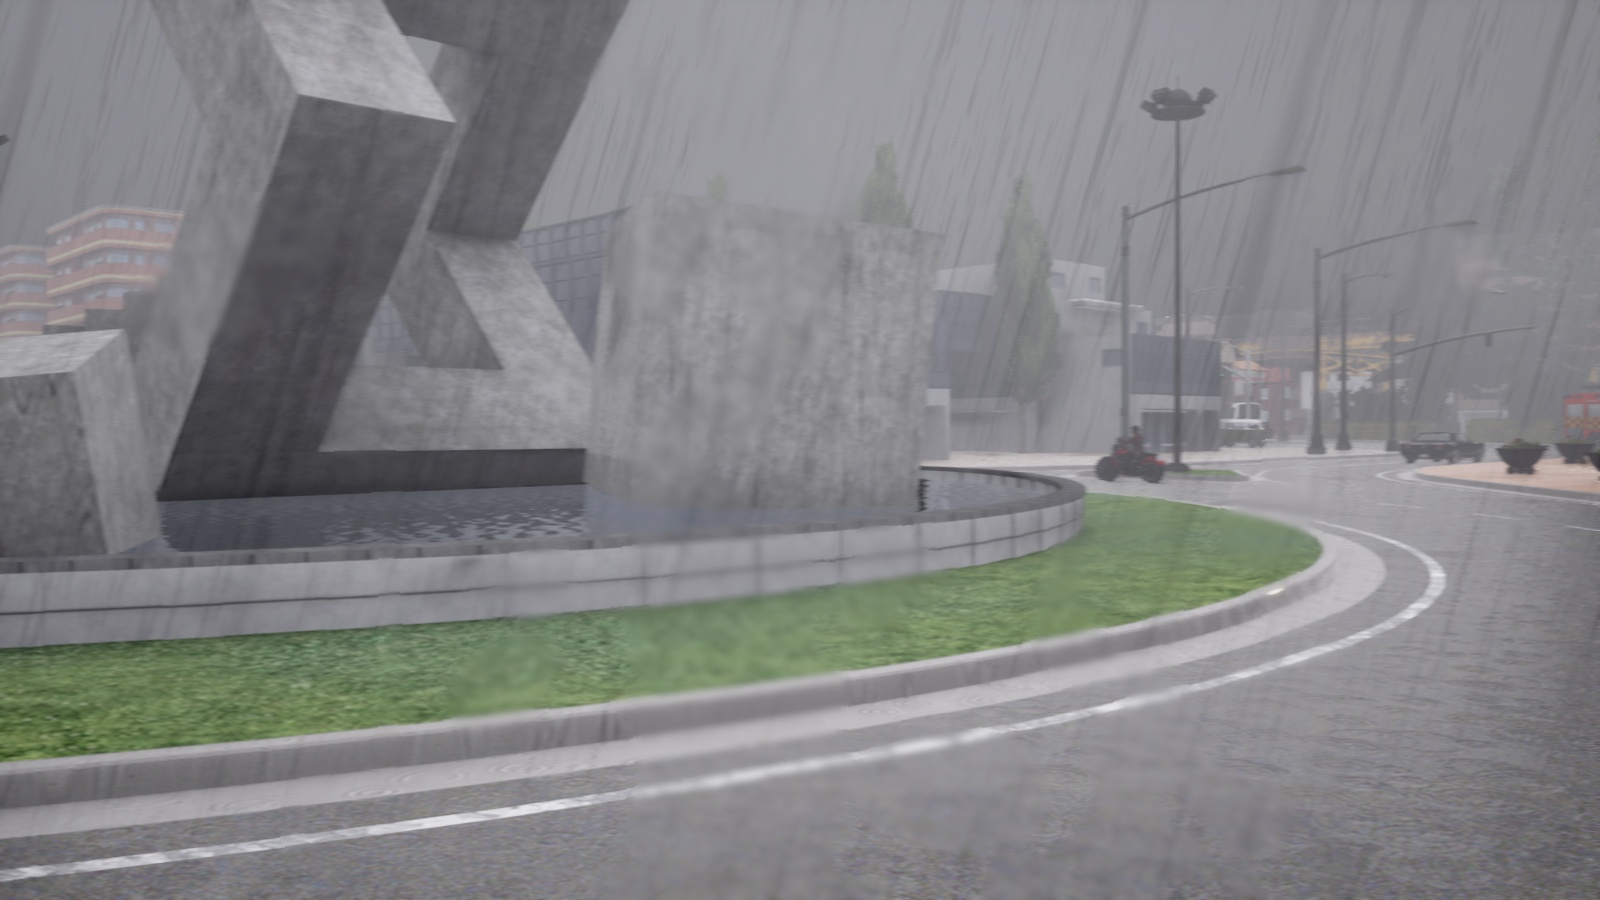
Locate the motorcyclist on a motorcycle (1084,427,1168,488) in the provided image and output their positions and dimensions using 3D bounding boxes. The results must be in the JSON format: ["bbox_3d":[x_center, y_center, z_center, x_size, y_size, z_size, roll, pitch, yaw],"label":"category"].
[{"bbox_3d":[9.101,0.194,35.136,0.766,1.649,2.350,-1,1,-35],"label":"motorcyclist on a motorcycle"}]

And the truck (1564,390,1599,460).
[{"bbox_3d":[47.115,-1.356,68.822,2.891,3.827,8.468,-1,1,-44],"label":"truck"}]

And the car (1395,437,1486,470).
[{"bbox_3d":[26.530,0.107,51.956,4.718,1.301,1.895,-1,1,-44],"label":"car"}]

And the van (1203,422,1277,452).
[{"bbox_3d":[31.444,-0.963,89.818,2.069,2.038,4.480,-1,2,-44],"label":"van"}]
